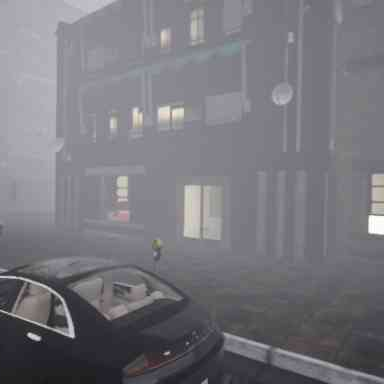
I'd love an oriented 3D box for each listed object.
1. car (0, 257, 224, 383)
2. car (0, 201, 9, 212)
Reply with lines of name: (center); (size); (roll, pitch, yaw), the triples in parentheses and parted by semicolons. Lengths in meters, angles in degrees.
car: (-1.713, 1.531, 4.240); (4.403, 1.369, 2.008); (0, 1, 36)
car: (-21.897, 1.431, 35.223); (2.008, 1.369, 4.403); (1, 0, 36)
